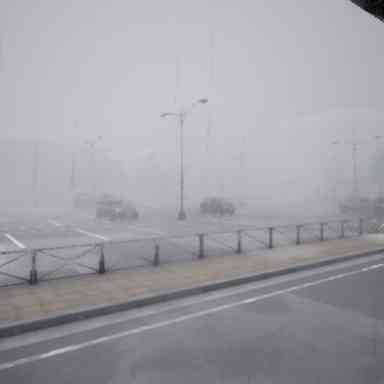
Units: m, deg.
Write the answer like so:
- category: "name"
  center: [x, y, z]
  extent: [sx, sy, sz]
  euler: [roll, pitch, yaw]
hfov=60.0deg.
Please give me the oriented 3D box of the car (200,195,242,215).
- category: "car"
  center: [2.413, 1.278, 30.828]
  extent: [1.845, 1.501, 3.633]
  euler: [0, 0, -36]

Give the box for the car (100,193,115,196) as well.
- category: "car"
  center: [-11.378, 1.065, 43.749]
  extent: [1.932, 1.855, 4.605]
  euler: [0, 0, -36]

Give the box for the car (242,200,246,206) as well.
- category: "car"
  center: [5.696, 1.318, 46.762]
  extent: [1.970, 1.475, 3.806]
  euler: [0, 0, -36]

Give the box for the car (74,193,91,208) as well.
- category: "car"
  center: [-13.492, 1.050, 41.713]
  extent: [1.905, 1.878, 3.866]
  euler: [0, 0, -36]

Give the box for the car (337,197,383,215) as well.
- category: "car"
  center: [16.509, 1.264, 31.546]
  extent: [2.152, 1.636, 5.027]
  euler: [0, 0, -36]

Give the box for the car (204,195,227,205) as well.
- category: "car"
  center: [3.765, 1.301, 54.522]
  extent: [1.845, 1.501, 3.633]
  euler: [0, 0, -36]

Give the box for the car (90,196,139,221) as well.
- category: "car"
  center: [-5.711, 1.278, 25.010]
  extent: [2.007, 1.523, 4.514]
  euler: [0, 0, -36]
